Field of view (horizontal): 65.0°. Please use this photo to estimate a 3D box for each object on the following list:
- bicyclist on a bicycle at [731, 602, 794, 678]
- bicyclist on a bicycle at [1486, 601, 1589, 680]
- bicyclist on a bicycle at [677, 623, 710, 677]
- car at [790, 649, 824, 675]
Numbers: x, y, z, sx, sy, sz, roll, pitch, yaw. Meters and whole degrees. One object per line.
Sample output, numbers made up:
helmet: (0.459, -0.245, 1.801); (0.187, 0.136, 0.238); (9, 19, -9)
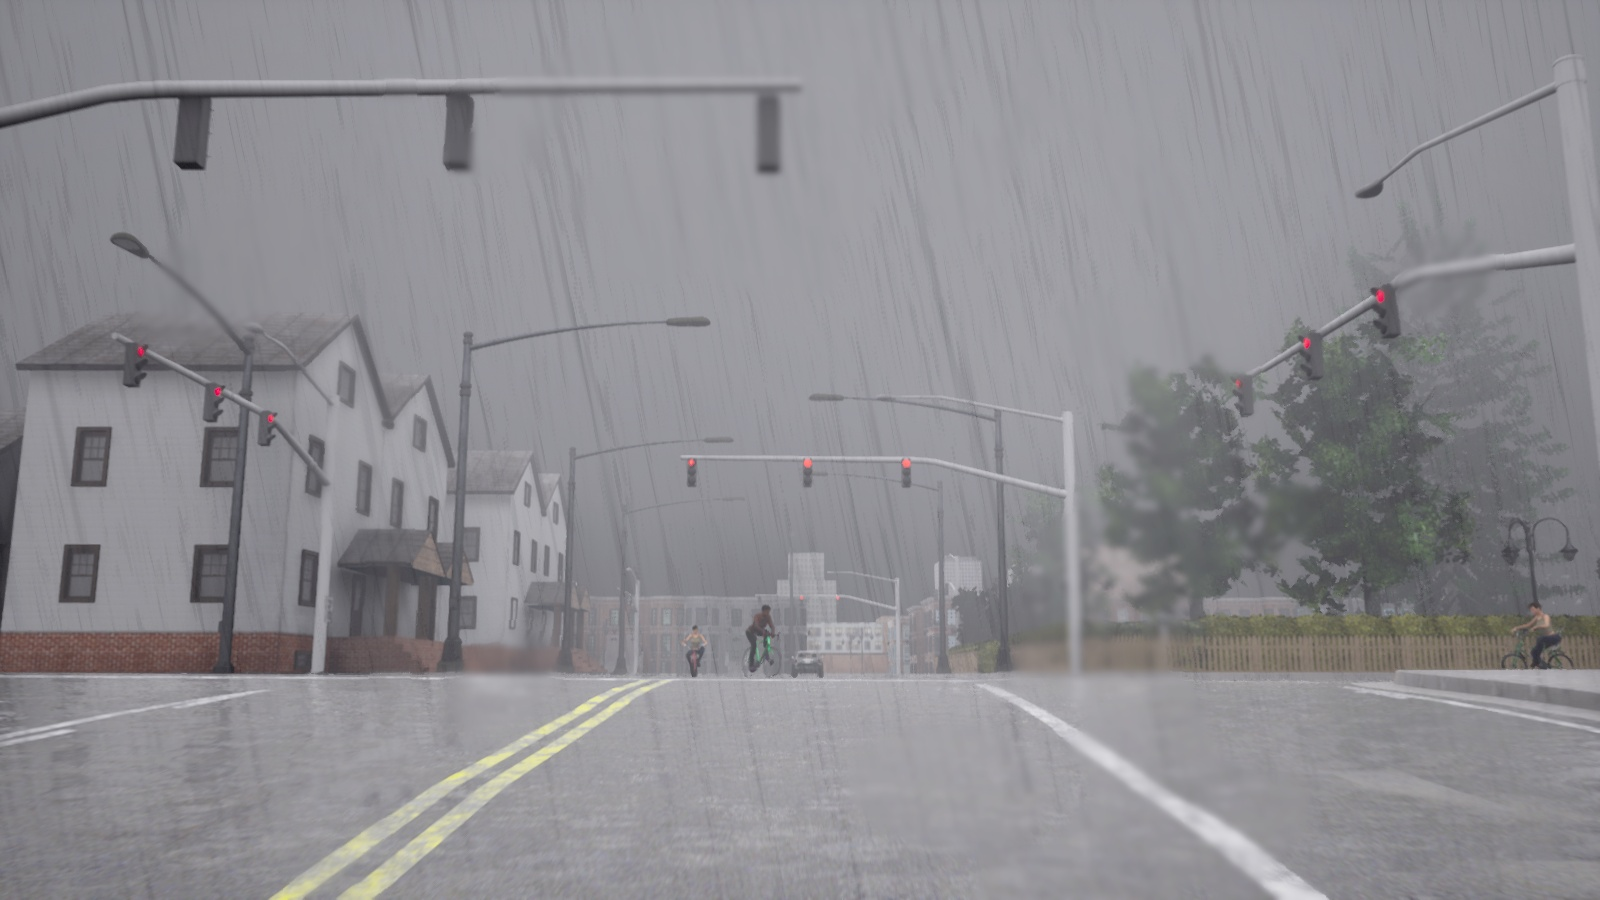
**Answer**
bicyclist on a bicycle: (-0.843, 4.286, 28.207); (0.582, 1.620, 1.656); (8, -13, -33)
bicyclist on a bicycle: (15.447, 3.998, 26.339); (1.509, 1.612, 0.866); (0, -10, 1)
bicyclist on a bicycle: (-3.275, 6.185, 38.810); (0.866, 1.612, 1.509); (0, -10, 0)
car: (0.433, 12.576, 74.484); (1.970, 1.475, 3.806); (0, -10, 1)
